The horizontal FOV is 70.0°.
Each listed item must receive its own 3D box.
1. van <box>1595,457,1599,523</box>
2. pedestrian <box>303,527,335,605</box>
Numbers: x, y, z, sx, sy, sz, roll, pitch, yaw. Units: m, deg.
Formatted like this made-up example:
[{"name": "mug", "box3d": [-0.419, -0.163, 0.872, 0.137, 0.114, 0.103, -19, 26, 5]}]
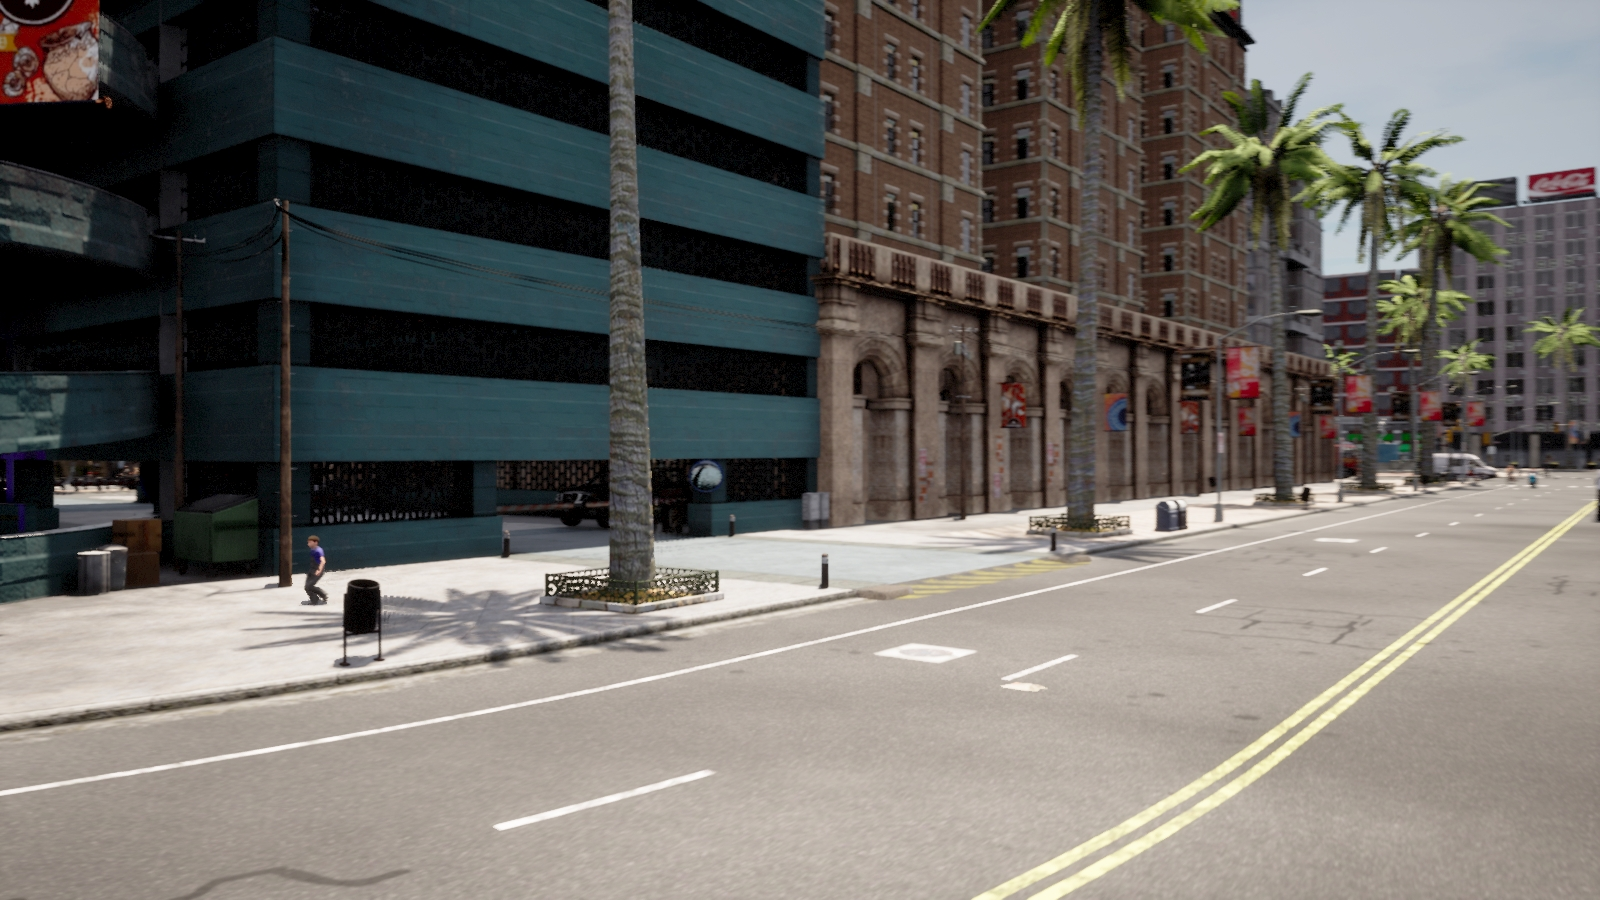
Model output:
[{"name": "van", "box3d": [33.781, 1.561, 46.626, 1.988, 2.561, 5.915, 0, 0, 37]}, {"name": "pedestrian", "box3d": [-8.349, 2.007, 19.832, 0.375, 1.300, 0.375, 0, 0, 39]}]
